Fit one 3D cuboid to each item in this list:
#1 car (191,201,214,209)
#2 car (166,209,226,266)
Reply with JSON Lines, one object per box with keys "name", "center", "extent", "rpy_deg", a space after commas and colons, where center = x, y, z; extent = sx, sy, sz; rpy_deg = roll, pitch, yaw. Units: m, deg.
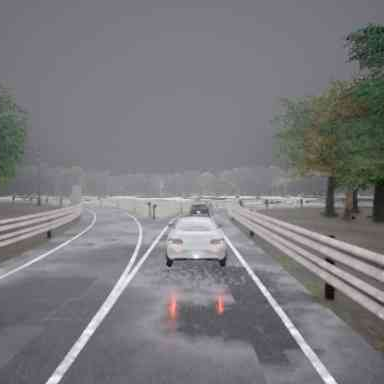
{"name": "car", "center": [1.106, 1.633, 33.331], "extent": [1.837, 1.490, 4.892], "rpy_deg": [-1, -1, 11]}
{"name": "car", "center": [0.126, 1.539, 11.510], "extent": [1.812, 1.442, 4.674], "rpy_deg": [0, 0, 0]}
